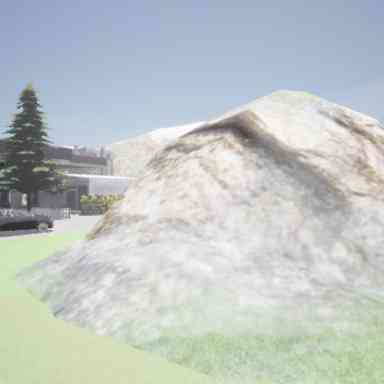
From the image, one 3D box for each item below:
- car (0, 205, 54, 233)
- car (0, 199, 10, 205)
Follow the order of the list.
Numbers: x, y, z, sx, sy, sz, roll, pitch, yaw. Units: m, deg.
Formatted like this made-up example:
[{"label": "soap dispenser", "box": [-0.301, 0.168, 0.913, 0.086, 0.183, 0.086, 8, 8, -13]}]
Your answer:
[{"label": "car", "box": [-10.467, 1.684, 19.152, 2.128, 1.511, 4.902, 0, 0, 36]}, {"label": "car", "box": [-19.662, 1.501, 31.220, 1.905, 1.878, 3.866, 0, 0, 35]}]
